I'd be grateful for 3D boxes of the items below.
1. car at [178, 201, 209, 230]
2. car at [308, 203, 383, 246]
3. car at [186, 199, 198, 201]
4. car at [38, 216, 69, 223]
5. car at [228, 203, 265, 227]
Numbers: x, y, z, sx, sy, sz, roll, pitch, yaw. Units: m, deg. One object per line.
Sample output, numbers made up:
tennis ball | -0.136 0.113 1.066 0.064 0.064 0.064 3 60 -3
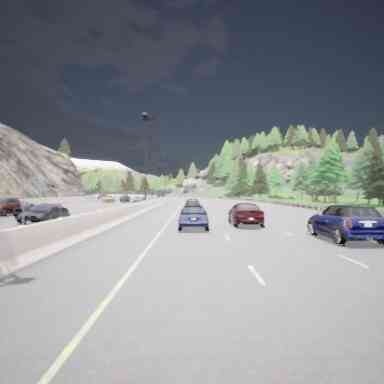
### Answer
car | 0.090 1.547 20.913 2.033 1.411 5.357 0 0 0
car | 7.092 1.352 15.511 2.097 1.767 4.553 0 0 0
car | 0.078 1.562 42.507 1.994 1.385 4.181 0 0 0
car | -10.612 1.546 24.251 2.033 1.411 5.357 0 0 0
car | 3.590 1.477 22.597 1.882 1.535 5.008 0 0 0
